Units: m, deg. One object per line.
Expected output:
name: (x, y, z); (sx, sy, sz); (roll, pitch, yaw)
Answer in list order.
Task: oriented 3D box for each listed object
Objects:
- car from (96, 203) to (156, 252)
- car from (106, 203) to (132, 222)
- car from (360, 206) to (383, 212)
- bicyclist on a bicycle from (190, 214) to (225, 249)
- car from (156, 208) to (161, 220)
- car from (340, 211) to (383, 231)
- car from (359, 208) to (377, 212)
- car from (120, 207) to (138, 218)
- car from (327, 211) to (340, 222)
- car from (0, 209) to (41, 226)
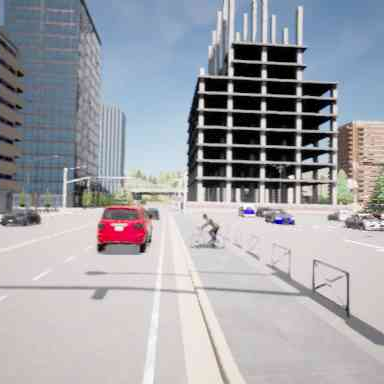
car: (-3.207, 1.704, 16.549); (2.150, 2.045, 5.566); (1, -2, -3)
car: (-8.345, 2.308, 38.671); (2.150, 2.045, 5.566); (1, -3, -4)
car: (25.706, 3.218, 45.878); (1.932, 1.855, 4.605); (1, -2, -4)
bicyclist on a bicycle: (0.744, 1.832, 15.375); (1.656, 1.620, 0.582); (1, -2, -4)
car: (-5.228, 2.831, 43.715); (1.837, 1.490, 4.892); (1, -1, -4)
car: (15.492, 2.720, 29.947); (1.970, 1.475, 3.806); (1, -2, -4)
car: (23.030, 3.363, 45.627); (1.784, 1.438, 3.905); (1, -2, -4)
car: (-9.128, 2.952, 48.783); (2.033, 1.411, 5.357); (1, -2, -4)
car: (20.142, 3.325, 45.418); (1.970, 1.475, 3.806); (1, -2, -4)
car: (-14.806, 2.201, 28.998); (1.994, 1.385, 4.181); (1, -2, -3)
